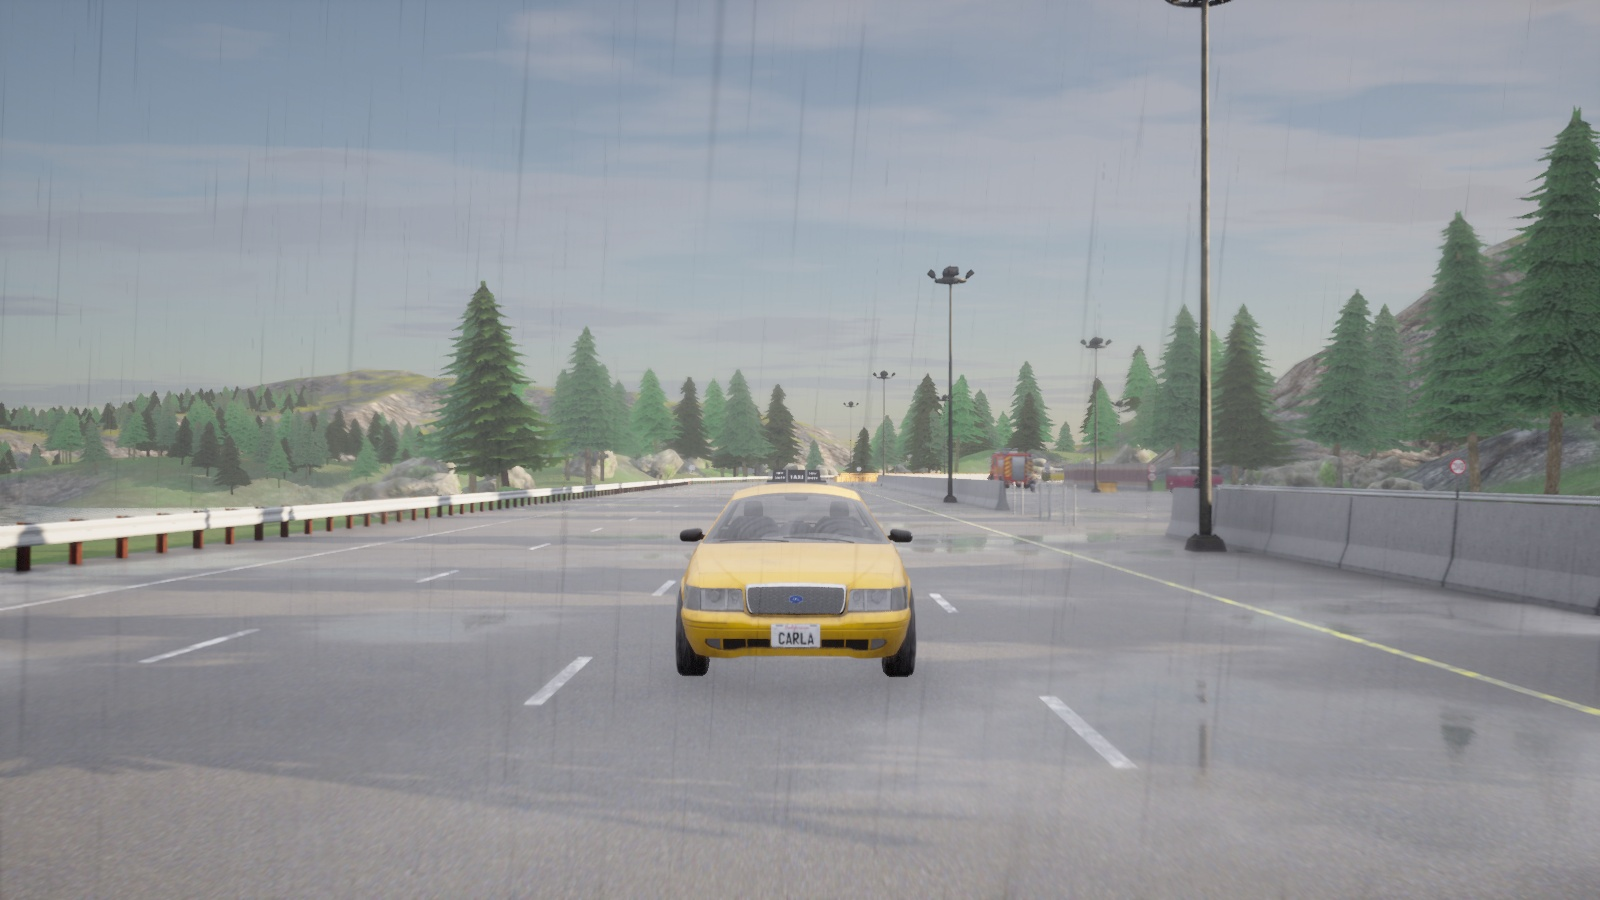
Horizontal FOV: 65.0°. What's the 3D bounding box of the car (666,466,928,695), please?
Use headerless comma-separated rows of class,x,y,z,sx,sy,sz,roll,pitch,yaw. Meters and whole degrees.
car,-0.027,0.944,11.345,1.801,1.575,5.366,0,-1,0
